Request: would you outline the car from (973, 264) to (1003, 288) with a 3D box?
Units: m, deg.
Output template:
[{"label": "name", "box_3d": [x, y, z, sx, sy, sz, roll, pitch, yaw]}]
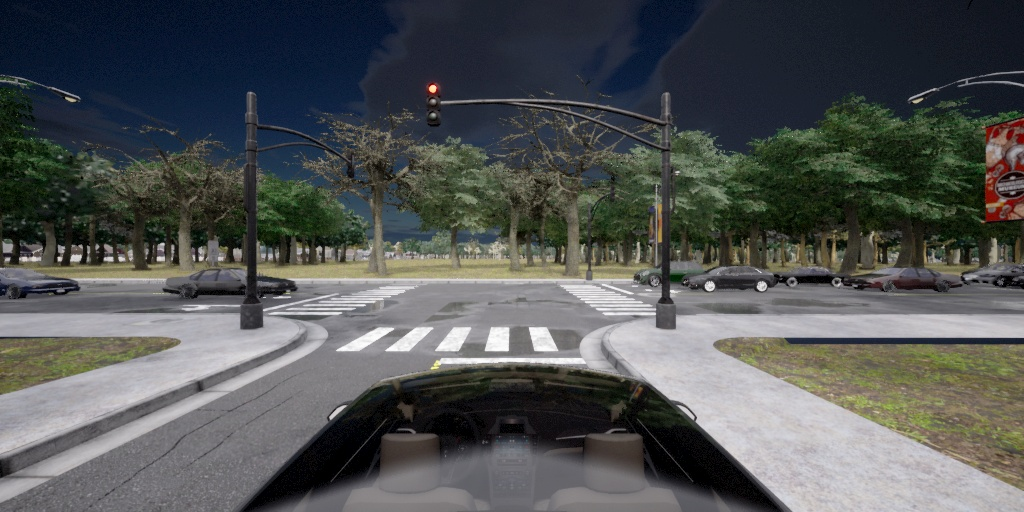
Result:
[{"label": "car", "box_3d": [32.825, 1.284, 23.814, 4.902, 1.511, 2.128, 0, 0, 0]}]

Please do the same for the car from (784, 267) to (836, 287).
[{"label": "car", "box_3d": [19.462, 1.371, 23.820, 4.718, 1.301, 1.895, 0, 0, 0]}]

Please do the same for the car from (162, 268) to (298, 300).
[{"label": "car", "box_3d": [-13.333, 1.284, 17.099, 5.357, 1.411, 2.033, 0, 0, 0]}]

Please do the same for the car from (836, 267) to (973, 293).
[{"label": "car", "box_3d": [22.338, 1.326, 20.575, 5.357, 1.411, 2.033, 0, 0, 0]}]

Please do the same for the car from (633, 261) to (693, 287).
[{"label": "car", "box_3d": [10.478, 1.109, 23.813, 4.553, 1.767, 2.097, 0, 0, 0]}]

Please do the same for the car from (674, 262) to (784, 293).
[{"label": "car", "box_3d": [12.326, 1.269, 20.565, 4.892, 1.490, 1.837, 0, 0, 0]}]

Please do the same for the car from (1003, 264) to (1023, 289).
[{"label": "car", "box_3d": [32.403, 1.343, 20.564, 5.357, 1.411, 2.033, 0, 0, 0]}]

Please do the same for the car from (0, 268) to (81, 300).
[{"label": "car", "box_3d": [-24.166, 1.274, 17.095, 5.357, 1.411, 2.033, 0, 0, 0]}]
